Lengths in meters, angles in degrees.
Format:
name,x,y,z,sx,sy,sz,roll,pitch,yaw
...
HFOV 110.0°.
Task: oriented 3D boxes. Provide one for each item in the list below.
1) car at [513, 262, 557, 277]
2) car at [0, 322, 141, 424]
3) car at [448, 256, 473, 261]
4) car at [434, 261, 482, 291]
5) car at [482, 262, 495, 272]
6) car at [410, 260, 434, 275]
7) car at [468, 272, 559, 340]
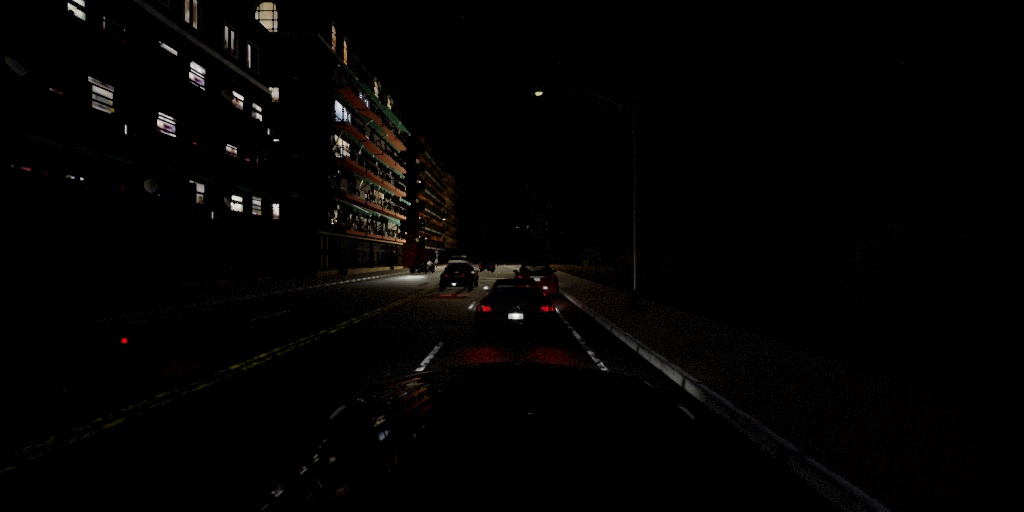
name,x,y,z,sx,sy,sz,roll,pitch,yaw
car,1.150,1.103,18.596,2.097,1.767,4.553,0,0,0
car,-6.600,1.298,3.016,2.033,1.411,5.357,0,0,0
car,-6.566,0.973,44.083,2.150,2.045,5.566,0,0,0
car,-3.133,1.257,21.805,1.837,1.490,4.892,0,0,0
car,-3.115,1.352,45.256,1.895,1.301,4.718,0,0,0
car,-9.820,1.243,39.425,2.128,1.511,4.902,0,0,0
car,0.101,1.315,10.017,1.994,1.385,4.181,0,0,0
